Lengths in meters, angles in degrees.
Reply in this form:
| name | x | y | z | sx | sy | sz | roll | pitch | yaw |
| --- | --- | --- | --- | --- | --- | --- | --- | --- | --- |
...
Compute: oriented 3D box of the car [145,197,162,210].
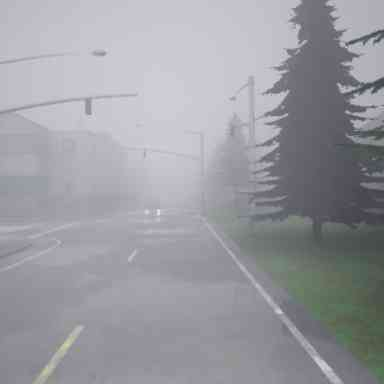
| name | x | y | z | sx | sy | sz | roll | pitch | yaw |
| --- | --- | --- | --- | --- | --- | --- | --- | --- | --- |
| car | -5.012 | 1.500 | 43.593 | 1.837 | 1.490 | 4.892 | -1 | 1 | -2 |
